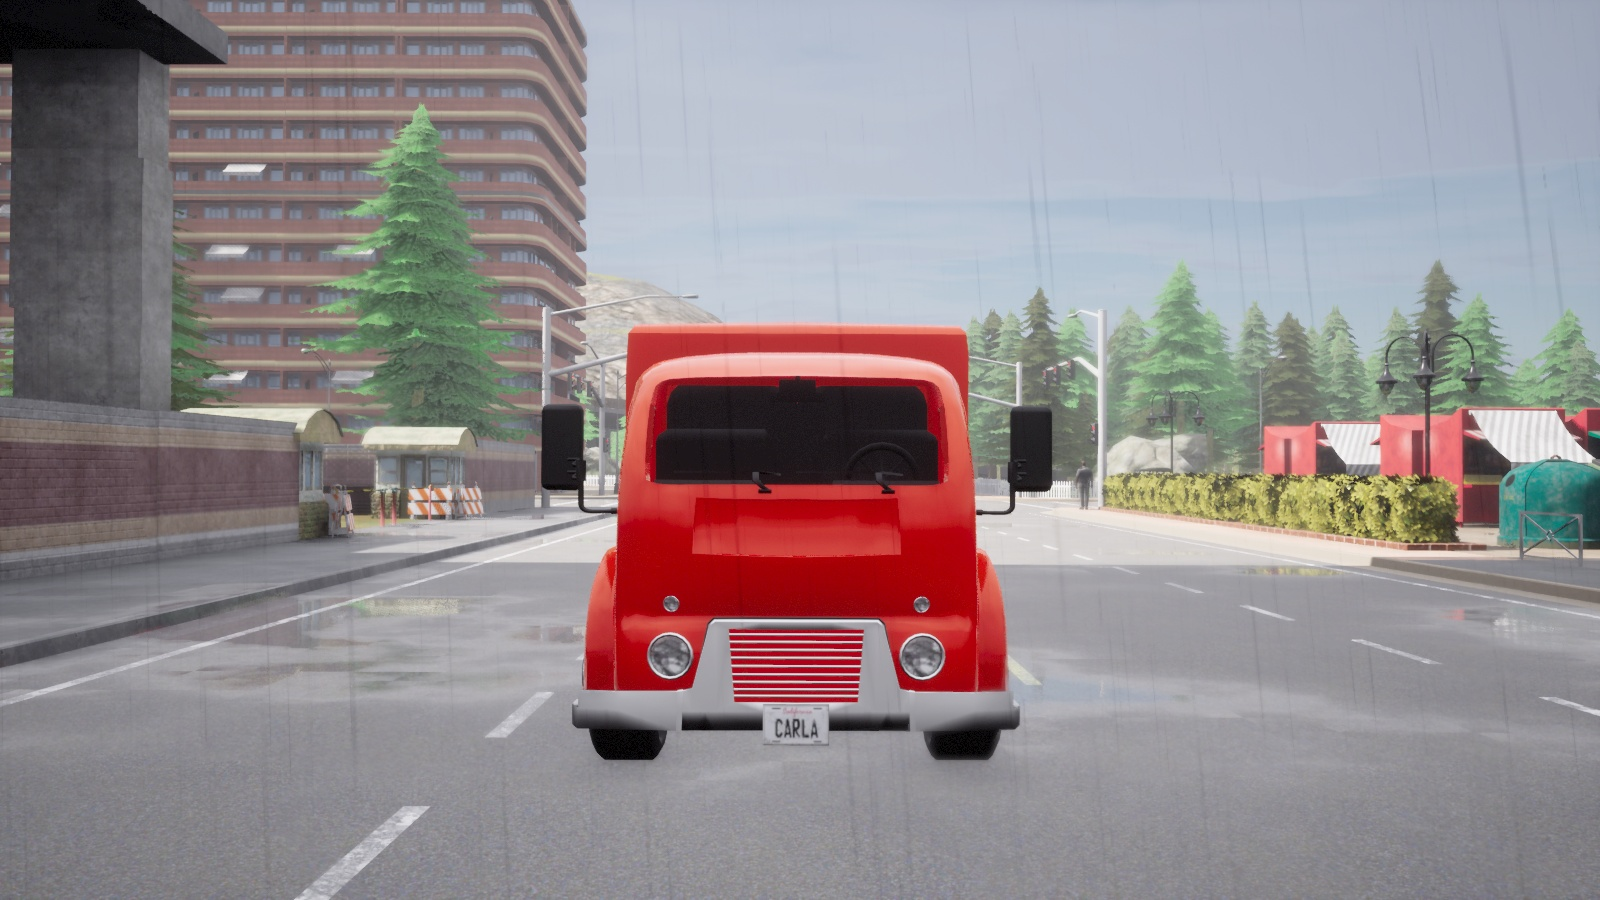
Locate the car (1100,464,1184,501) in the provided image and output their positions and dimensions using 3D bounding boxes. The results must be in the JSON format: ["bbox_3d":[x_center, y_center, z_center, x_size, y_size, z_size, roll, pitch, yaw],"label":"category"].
[{"bbox_3d":[17.762,1.690,65.387,3.866,1.878,1.905,0,-1,0],"label":"car"}]

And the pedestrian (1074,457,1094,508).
[{"bbox_3d":[10.594,1.210,46.794,0.563,1.883,0.849,0,-1,2],"label":"pedestrian"}]

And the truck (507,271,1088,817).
[{"bbox_3d":[-0.022,0.467,8.307,2.627,2.467,5.204,0,-1,0],"label":"truck"}]
